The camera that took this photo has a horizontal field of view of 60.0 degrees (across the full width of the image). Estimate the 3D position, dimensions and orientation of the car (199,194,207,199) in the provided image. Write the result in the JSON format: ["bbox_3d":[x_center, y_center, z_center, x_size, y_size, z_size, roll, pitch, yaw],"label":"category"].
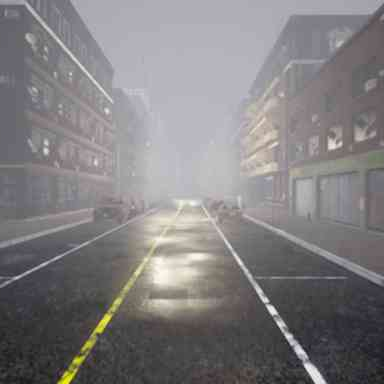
[{"bbox_3d":[2.732,1.179,86.290,1.947,1.339,4.313,0,0,0],"label":"car"}]

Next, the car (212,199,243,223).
[{"bbox_3d":[2.703,1.418,24.462,1.752,1.417,4.829,0,0,0],"label":"car"}]

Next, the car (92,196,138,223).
[{"bbox_3d":[-5.677,1.209,24.299,2.192,1.841,5.009,0,0,0],"label":"car"}]

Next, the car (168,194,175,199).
[{"bbox_3d":[-5.646,1.133,91.934,1.887,1.381,4.507,0,0,0],"label":"car"}]

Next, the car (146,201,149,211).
[{"bbox_3d":[-5.672,1.389,35.573,1.887,1.381,4.507,0,0,0],"label":"car"}]

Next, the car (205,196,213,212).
[{"bbox_3d":[2.708,1.388,35.564,1.887,1.381,4.507,0,0,0],"label":"car"}]

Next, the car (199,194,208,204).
[{"bbox_3d":[2.719,1.293,58.108,2.008,1.369,4.403,0,0,0],"label":"car"}]

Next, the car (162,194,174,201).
[{"bbox_3d":[-5.654,1.217,75.025,2.008,1.369,4.403,0,0,0],"label":"car"}]

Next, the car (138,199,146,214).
[{"bbox_3d":[-5.675,1.309,29.935,1.967,1.590,4.097,0,0,0],"label":"car"}]
